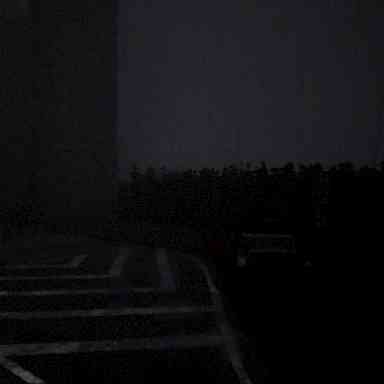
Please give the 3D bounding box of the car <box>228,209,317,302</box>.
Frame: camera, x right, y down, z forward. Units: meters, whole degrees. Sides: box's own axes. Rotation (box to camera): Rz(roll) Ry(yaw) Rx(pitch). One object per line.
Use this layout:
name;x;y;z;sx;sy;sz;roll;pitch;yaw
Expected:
car;1.921;1.435;8.641;1.905;1.878;3.866;0;0;7
